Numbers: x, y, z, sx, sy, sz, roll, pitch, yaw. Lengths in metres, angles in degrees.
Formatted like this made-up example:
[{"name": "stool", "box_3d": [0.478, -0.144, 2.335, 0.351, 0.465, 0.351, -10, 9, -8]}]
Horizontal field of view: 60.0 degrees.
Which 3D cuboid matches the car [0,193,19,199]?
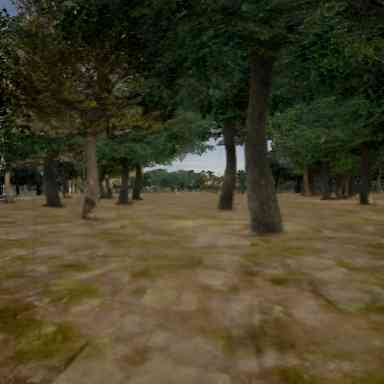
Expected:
[{"name": "car", "box_3d": [-39.833, 0.837, 72.720, 2.128, 1.511, 4.902, 1, 1, 0]}]
